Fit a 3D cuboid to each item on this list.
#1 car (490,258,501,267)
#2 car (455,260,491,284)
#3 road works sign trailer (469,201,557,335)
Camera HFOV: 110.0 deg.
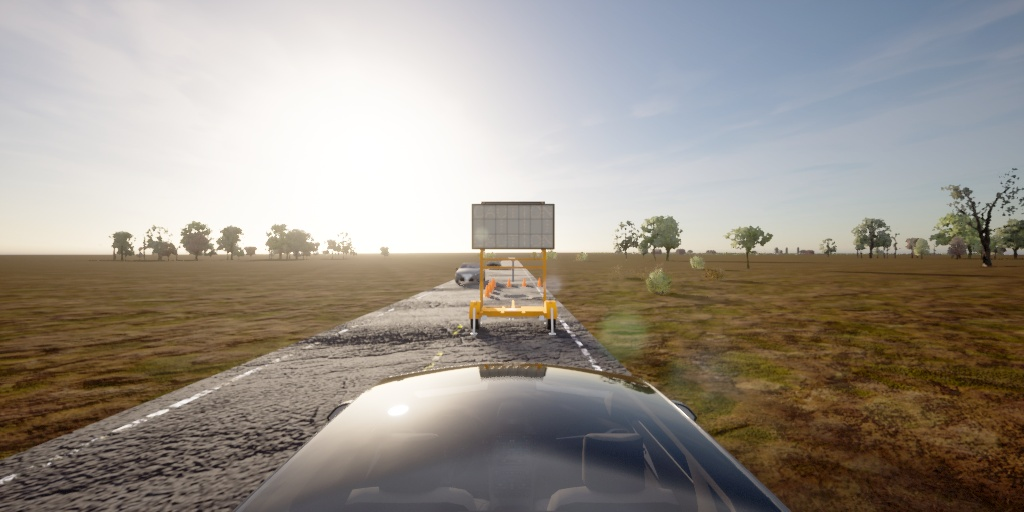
[{"bbox_3d":[-2.805,1.099,55.713,2.097,1.767,4.553,0,0,0],"label":"car"},{"bbox_3d":[-3.009,1.240,26.497,2.128,1.511,4.902,0,0,0],"label":"car"},{"bbox_3d":[0.034,0.214,10.505,2.380,3.560,2.880,0,0,0],"label":"road works sign trailer"}]
